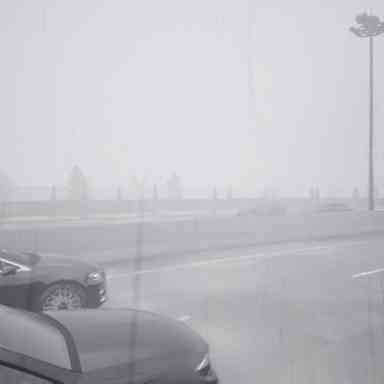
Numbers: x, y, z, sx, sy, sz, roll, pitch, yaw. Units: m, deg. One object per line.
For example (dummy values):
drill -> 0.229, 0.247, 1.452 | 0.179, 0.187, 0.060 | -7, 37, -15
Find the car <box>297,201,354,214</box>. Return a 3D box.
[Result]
car -> 10.393, 1.505, 25.875 | 4.892, 1.490, 1.837 | 0, 0, -24

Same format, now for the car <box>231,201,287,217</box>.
car -> 5.570, 1.491, 27.468 | 4.902, 1.511, 2.128 | 0, 0, -26

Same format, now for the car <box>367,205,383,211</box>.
car -> 14.758, 1.478, 23.974 | 5.008, 1.535, 1.882 | 0, 0, -22

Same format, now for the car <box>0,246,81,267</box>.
car -> -3.837, 1.491, 5.291 | 4.902, 1.511, 2.128 | 0, 0, -35

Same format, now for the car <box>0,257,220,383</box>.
car -> -1.924, 1.525, 2.358 | 4.674, 1.442, 1.812 | 0, 0, -35
